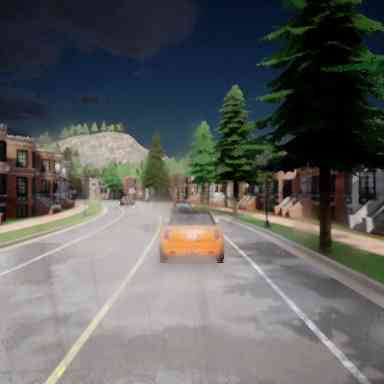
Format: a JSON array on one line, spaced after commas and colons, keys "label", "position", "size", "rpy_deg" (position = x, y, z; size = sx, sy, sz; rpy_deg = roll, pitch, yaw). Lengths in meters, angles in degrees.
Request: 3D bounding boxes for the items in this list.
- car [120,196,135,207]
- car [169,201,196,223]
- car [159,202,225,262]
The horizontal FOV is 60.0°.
[{"label": "car", "position": [-11.036, 1.523, 56.768], "size": [2.097, 1.767, 4.553], "rpy_deg": [0, 0, -18]}, {"label": "car", "position": [-0.876, 1.589, 27.629], "size": [1.837, 1.490, 4.892], "rpy_deg": [0, 0, -6]}, {"label": "car", "position": [-0.004, 1.389, 12.415], "size": [2.097, 1.767, 4.553], "rpy_deg": [0, 0, 0]}]
